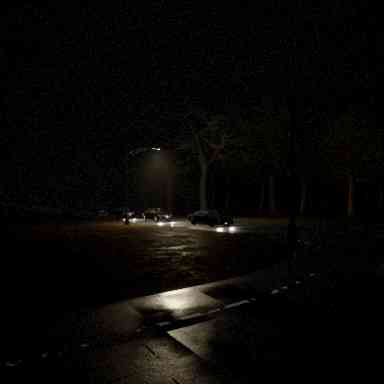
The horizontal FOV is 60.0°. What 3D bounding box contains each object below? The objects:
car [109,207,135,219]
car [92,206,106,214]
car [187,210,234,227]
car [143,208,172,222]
[{"bbox_3d":[-9.597,2.898,46.550,2.128,1.511,4.902,1,-2,-33],"label":"car"},{"bbox_3d":[-18.663,3.587,67.118,2.128,1.511,4.902,1,-2,-33],"label":"car"},{"bbox_3d":[1.478,2.283,29.645,2.033,1.411,5.357,0,-2,-30],"label":"car"},{"bbox_3d":[-4.020,2.581,38.010,1.837,1.490,4.892,1,-2,-33],"label":"car"}]
